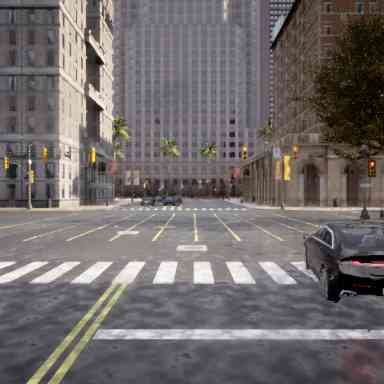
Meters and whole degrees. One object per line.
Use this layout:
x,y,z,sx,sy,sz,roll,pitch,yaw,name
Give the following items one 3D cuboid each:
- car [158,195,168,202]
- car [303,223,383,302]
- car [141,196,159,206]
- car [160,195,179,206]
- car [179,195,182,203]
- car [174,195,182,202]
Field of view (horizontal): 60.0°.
-6.878,1.550,80.143,1.994,1.385,4.181,0,0,1,car
3.907,1.495,8.066,2.128,1.511,4.902,-1,0,11,car
-7.134,1.491,54.290,2.128,1.511,4.902,0,0,0,car
-3.641,1.547,55.052,2.033,1.411,5.357,0,0,0,car
-3.494,1.492,68.724,2.128,1.511,4.902,0,0,1,car
-3.377,1.496,80.300,1.837,1.490,4.892,0,0,1,car
